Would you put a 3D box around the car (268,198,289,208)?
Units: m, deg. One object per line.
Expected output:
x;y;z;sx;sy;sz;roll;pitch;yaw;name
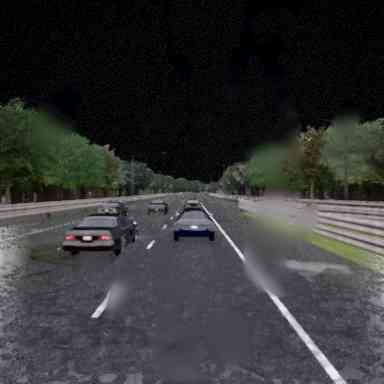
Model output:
10.733;1.561;42.979;1.882;1.535;5.008;0;0;-12;car

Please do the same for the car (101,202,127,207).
-6.909;1.551;29.380;2.033;1.411;5.357;0;0;0;car

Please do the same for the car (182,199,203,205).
0.097;1.510;34.765;1.837;1.490;4.892;0;0;0;car

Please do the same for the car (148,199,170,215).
-3.403;1.496;34.625;2.128;1.511;4.902;0;0;0;car

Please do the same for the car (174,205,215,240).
0.098;1.565;17.147;1.994;1.385;4.181;0;0;0;car

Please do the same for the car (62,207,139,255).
-3.396;1.548;13.307;2.033;1.411;5.357;0;0;0;car
